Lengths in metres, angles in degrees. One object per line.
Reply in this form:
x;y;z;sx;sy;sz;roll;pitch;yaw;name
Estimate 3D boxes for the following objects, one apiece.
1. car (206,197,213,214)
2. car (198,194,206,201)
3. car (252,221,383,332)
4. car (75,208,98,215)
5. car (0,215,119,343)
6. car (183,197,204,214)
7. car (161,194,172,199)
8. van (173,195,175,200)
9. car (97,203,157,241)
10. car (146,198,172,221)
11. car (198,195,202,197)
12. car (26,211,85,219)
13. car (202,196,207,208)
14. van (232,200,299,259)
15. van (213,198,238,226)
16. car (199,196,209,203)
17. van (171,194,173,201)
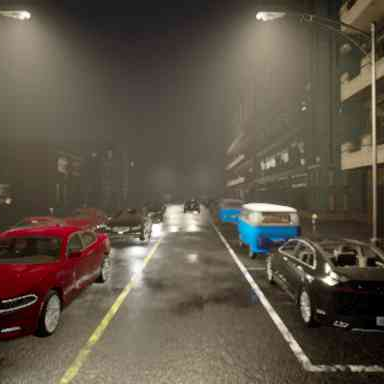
2.695;1.561;34.868;1.752;1.417;4.829;1;0;0;car
2.688;1.479;90.506;1.967;1.590;4.097;1;0;0;car
2.700;1.559;6.796;2.008;1.369;4.403;1;0;0;car
-5.682;1.565;17.919;1.887;1.381;4.507;1;0;0;car
-3.090;1.486;6.849;1.882;1.535;5.008;0;0;0;car
-0.007;1.584;36.280;2.033;1.411;5.357;0;0;0;car
-5.690;1.610;68.141;1.947;1.339;4.313;1;0;0;car
-5.689;1.383;84.882;1.690;1.788;3.998;1;0;0;van
-3.091;1.524;16.892;1.837;1.490;4.892;0;0;0;car
-3.093;1.521;27.265;2.128;1.511;4.902;0;0;0;car
-0.005;1.589;47.343;2.033;1.411;5.357;0;0;0;car
-5.682;1.596;12.339;1.802;1.307;4.206;1;0;0;car
2.693;1.607;45.861;1.947;1.339;4.313;1;0;0;car
2.702;1.356;12.375;1.690;1.788;3.998;1;0;0;van
2.700;1.368;23.538;1.690;1.788;3.998;1;0;0;van
2.689;1.595;73.765;2.008;1.369;4.403;1;0;0;car
-5.687;1.385;73.722;1.690;1.788;3.998;1;0;0;van
